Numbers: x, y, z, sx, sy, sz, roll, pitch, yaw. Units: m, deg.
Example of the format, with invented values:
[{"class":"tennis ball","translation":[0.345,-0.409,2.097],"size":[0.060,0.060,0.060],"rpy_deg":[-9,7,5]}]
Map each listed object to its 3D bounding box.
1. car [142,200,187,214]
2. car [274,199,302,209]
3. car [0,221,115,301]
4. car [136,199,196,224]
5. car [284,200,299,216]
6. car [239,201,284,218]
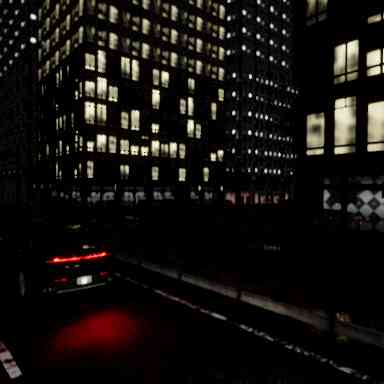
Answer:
[{"class":"car","translation":[-3.012,1.622,36.773],"size":[4.829,1.417,1.752],"rpy_deg":[1,0,-39]},{"class":"car","translation":[14.742,1.852,50.954],"size":[4.313,1.339,1.947],"rpy_deg":[1,0,-39]},{"class":"car","translation":[-3.673,1.494,8.456],"size":[1.837,1.490,4.892],"rpy_deg":[0,0,-40]},{"class":"car","translation":[-2.051,1.505,26.813],"size":[5.009,1.841,2.192],"rpy_deg":[1,0,-39]},{"class":"car","translation":[11.166,1.914,37.373],"size":[4.206,1.307,1.802],"rpy_deg":[1,0,-39]},{"class":"car","translation":[6.893,1.812,33.959],"size":[4.829,1.417,1.752],"rpy_deg":[1,0,-39]}]
